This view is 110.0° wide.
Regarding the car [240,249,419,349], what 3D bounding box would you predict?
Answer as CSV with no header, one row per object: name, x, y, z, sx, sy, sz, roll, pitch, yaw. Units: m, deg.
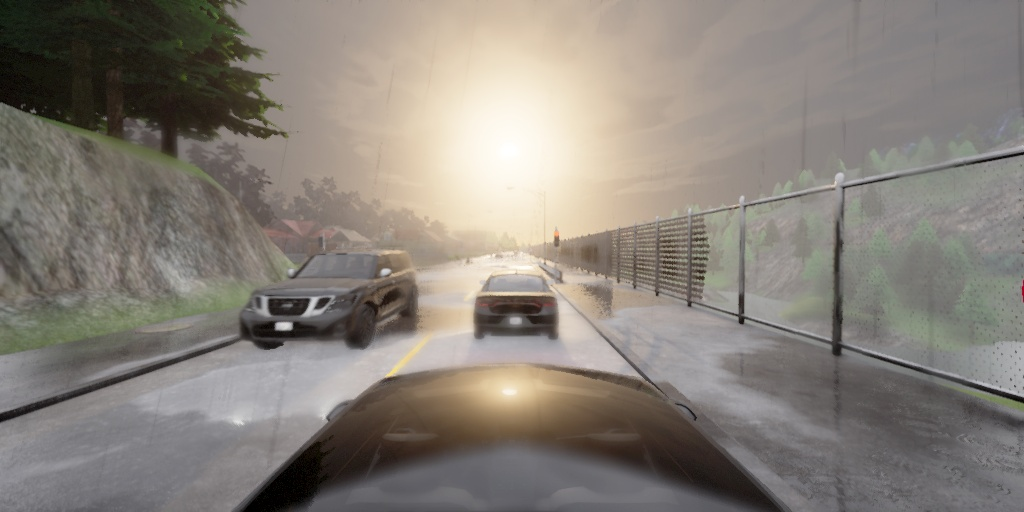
car,-4.009,0.838,9.116,2.150,2.045,5.566,0,1,1

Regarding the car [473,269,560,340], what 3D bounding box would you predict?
car,0.127,1.087,9.562,1.882,1.535,5.008,0,1,1
